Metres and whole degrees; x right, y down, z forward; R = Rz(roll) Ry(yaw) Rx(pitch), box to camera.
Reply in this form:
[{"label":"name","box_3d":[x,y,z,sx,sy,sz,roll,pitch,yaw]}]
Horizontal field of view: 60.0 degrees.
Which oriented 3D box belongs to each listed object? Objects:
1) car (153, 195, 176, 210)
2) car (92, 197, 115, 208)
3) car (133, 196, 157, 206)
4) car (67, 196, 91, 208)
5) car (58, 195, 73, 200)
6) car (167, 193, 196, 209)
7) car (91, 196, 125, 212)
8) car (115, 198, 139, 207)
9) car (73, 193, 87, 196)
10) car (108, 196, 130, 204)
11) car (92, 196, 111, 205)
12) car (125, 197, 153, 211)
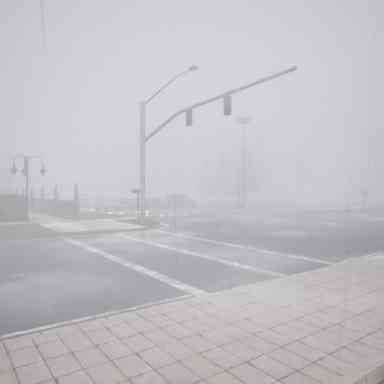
[{"label":"car","box_3d":[-4.551,1.505,43.991,1.837,1.490,4.892,0,0,-36]},{"label":"car","box_3d":[-13.404,1.505,50.189,1.837,1.490,4.892,0,0,-36]},{"label":"car","box_3d":[-7.718,1.505,54.276,1.837,1.490,4.892,0,0,-36]},{"label":"car","box_3d":[-15.944,1.601,47.729,1.895,1.301,4.718,0,0,-36]},{"label":"car","box_3d":[-22.337,1.505,56.534,1.837,1.490,4.892,0,0,-36]},{"label":"car","box_3d":[-1.732,1.221,46.069,2.150,2.045,5.566,0,0,-36]},{"label":"car","box_3d":[-10.077,1.526,39.694,1.812,1.442,4.674,0,0,-36]},{"label":"car","box_3d":[-10.123,1.601,51.627,1.895,1.301,4.718,0,0,-36]},{"label":"car","box_3d":[-19.693,1.221,58.855,2.150,2.045,5.566,0,0,-36]},{"label":"car","box_3d":[-13.883,1.547,62.788,2.033,1.411,5.357,0,0,-36]},{"label":"car","box_3d":[-16.460,1.505,60.367,1.837,1.490,4.892,0,0,-36]},{"label":"car","box_3d":[-7.496,1.547,42.092,2.033,1.411,5.357,0,0,-36]}]
